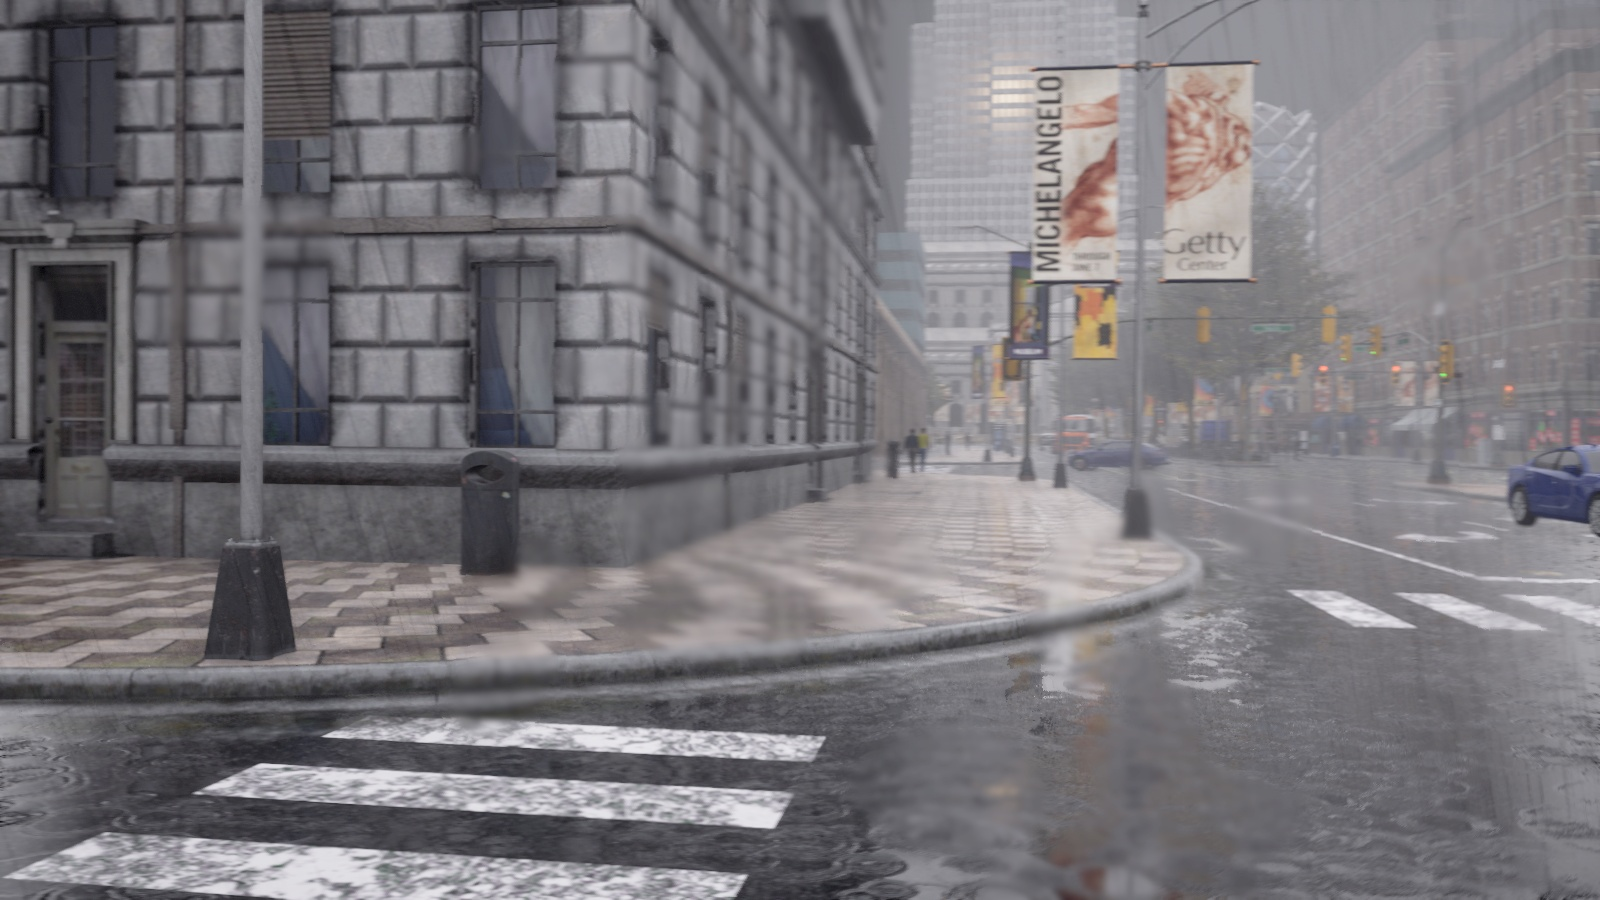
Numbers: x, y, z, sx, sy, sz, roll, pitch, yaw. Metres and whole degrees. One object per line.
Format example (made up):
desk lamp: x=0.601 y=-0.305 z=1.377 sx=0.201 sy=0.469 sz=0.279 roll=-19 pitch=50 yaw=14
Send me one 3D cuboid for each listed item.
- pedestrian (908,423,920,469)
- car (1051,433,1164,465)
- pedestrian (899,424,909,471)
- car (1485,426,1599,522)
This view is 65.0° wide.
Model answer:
pedestrian: x=4.559 y=-0.160 z=50.219 sx=0.354 sy=1.836 sz=0.706 roll=-1 pitch=1 yaw=12
car: x=14.101 y=-0.039 z=57.676 sx=4.674 sy=1.442 sz=1.812 roll=0 pitch=1 yaw=30
pedestrian: x=4.066 y=-0.101 z=49.071 sx=0.370 sy=1.835 sz=0.726 roll=-1 pitch=1 yaw=5
car: x=13.996 y=0.344 z=21.951 sx=1.882 sy=1.535 sz=5.008 roll=-1 pitch=1 yaw=8
